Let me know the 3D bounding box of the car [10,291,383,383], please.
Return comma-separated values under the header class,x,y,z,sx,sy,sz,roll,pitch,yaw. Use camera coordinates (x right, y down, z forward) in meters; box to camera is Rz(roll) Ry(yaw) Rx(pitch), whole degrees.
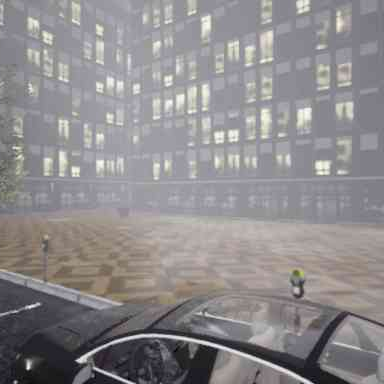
class,x,y,z,sx,sy,sz,roll,pitch,yaw
car,0.240,1.546,2.670,4.403,1.369,2.008,0,0,36
